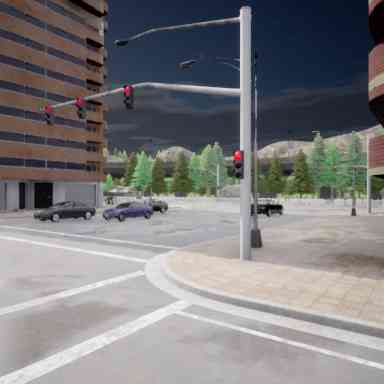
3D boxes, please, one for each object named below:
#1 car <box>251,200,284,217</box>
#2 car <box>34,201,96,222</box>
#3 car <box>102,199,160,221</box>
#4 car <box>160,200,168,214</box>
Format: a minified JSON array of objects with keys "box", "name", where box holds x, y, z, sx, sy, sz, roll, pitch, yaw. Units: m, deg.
[{"box":[7.126,1.477,31.740,1.882,1.535,5.008,0,0,36],"name":"car"},{"box":[-9.945,1.504,26.345,1.837,1.490,4.892,0,0,36],"name":"car"},{"box":[-5.085,1.525,27.082,1.812,1.442,4.674,0,0,36],"name":"car"},{"box":[-4.456,1.491,33.882,2.128,1.511,4.902,0,0,36],"name":"car"}]
